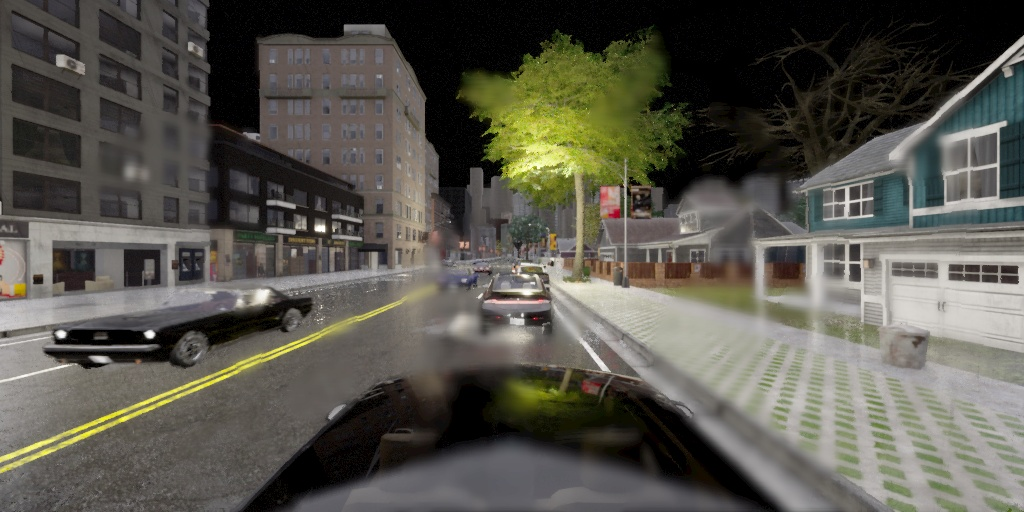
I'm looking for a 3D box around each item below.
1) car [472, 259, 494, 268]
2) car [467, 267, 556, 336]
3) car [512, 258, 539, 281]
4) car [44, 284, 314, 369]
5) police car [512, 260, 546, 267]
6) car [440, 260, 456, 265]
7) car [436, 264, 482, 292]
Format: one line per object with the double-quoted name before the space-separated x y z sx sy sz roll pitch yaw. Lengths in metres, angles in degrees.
"car" -3.013 1.267 38.127 2.033 1.411 5.357 0 0 0
"car" 0.130 1.238 10.333 2.128 1.511 4.902 0 0 0
"car" 1.080 1.079 30.443 2.097 1.767 4.553 0 0 0
"car" -6.578 1.349 7.948 1.895 1.301 4.718 0 0 0
"police car" 1.044 1.163 20.583 1.930 1.638 5.238 0 0 0
"car" -9.645 1.267 54.516 1.994 1.385 4.181 0 0 0
"car" -3.079 1.338 21.234 1.895 1.301 4.718 0 0 0
